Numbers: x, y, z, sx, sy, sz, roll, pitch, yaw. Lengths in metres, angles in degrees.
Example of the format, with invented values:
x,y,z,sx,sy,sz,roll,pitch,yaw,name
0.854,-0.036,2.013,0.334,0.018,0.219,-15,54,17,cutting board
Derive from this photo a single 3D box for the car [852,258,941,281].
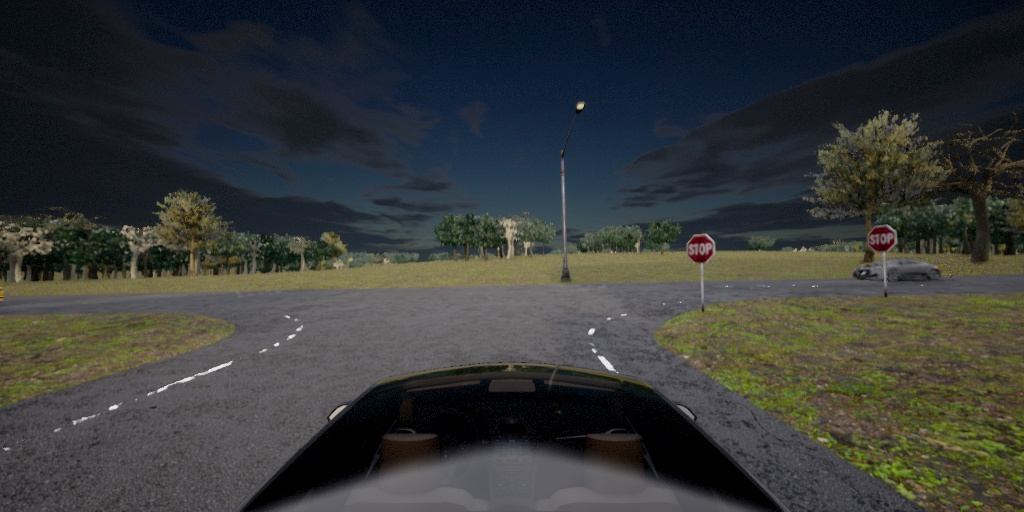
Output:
x,y,z,sx,sy,sz,roll,pitch,yaw,name
24.284,0.853,22.758,4.181,1.385,1.994,-1,-2,-1,car

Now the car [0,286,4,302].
x,y,z,sx,sy,sz,roll,pitch,yaw,name
-24.911,1.495,15.214,5.008,1.535,1.882,-1,-2,0,car
